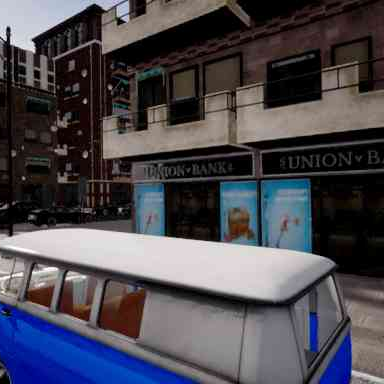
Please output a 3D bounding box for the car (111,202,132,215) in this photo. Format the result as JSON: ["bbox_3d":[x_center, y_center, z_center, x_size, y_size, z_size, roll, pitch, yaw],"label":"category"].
[{"bbox_3d":[-5.929,1.683,36.085,2.128,1.511,4.902,-1,-1,36],"label":"car"}]

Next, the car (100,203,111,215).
[{"bbox_3d":[-8.868,1.797,36.457,1.947,1.339,4.313,-2,-1,36],"label":"car"}]

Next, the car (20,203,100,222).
[{"bbox_3d":[-8.744,1.583,22.405,1.947,1.339,4.313,-2,-1,36],"label":"car"}]

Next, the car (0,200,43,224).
[{"bbox_3d":[-13.467,1.473,25.759,2.097,1.767,4.553,-1,-1,36],"label":"car"}]

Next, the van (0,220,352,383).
[{"bbox_3d":[-0.578,1.342,3.263,3.998,1.788,1.690,0,-1,35],"label":"van"}]
